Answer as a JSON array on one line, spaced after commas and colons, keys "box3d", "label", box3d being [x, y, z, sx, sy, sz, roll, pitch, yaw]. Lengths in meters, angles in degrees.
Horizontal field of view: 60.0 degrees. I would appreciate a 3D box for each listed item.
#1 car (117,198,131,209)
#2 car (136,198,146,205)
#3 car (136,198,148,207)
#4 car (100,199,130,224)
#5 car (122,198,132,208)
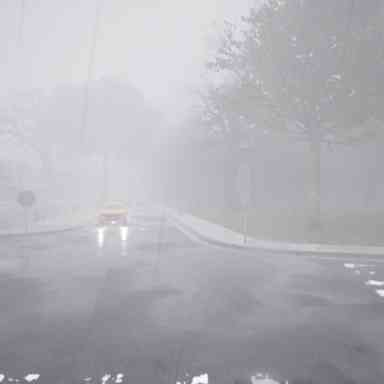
[{"box3d": [-9.977, 1.708, 48.882, 1.837, 1.490, 4.892, 0, -1, -10], "label": "car"}, {"box3d": [-10.325, 1.979, 67.447, 1.895, 1.301, 4.718, 0, -1, -10], "label": "car"}, {"box3d": [-8.537, 1.774, 57.152, 2.128, 1.511, 4.902, 0, -1, -10], "label": "car"}, {"box3d": [-5.923, 1.535, 25.445, 1.882, 1.535, 5.008, 0, 0, -10], "label": "car"}, {"box3d": [-7.636, 1.592, 35.330, 2.128, 1.511, 4.902, 0, 0, -10], "label": "car"}]
